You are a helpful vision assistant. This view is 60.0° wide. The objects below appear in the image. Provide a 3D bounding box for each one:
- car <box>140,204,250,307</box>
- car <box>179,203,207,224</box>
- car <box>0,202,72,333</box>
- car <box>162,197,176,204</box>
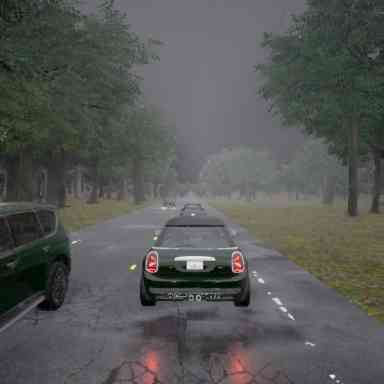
[{"bbox_3d":[0.088,1.352,8.158,2.097,1.767,4.553,0,0,1],"label":"car"},{"bbox_3d":[0.071,1.568,25.441,1.994,1.385,4.181,0,0,0],"label":"car"},{"bbox_3d":[-3.604,1.221,4.869,2.150,2.045,5.566,0,0,0],"label":"car"},{"bbox_3d":[-3.564,1.592,52.645,1.837,1.490,4.892,0,-1,0],"label":"car"}]
